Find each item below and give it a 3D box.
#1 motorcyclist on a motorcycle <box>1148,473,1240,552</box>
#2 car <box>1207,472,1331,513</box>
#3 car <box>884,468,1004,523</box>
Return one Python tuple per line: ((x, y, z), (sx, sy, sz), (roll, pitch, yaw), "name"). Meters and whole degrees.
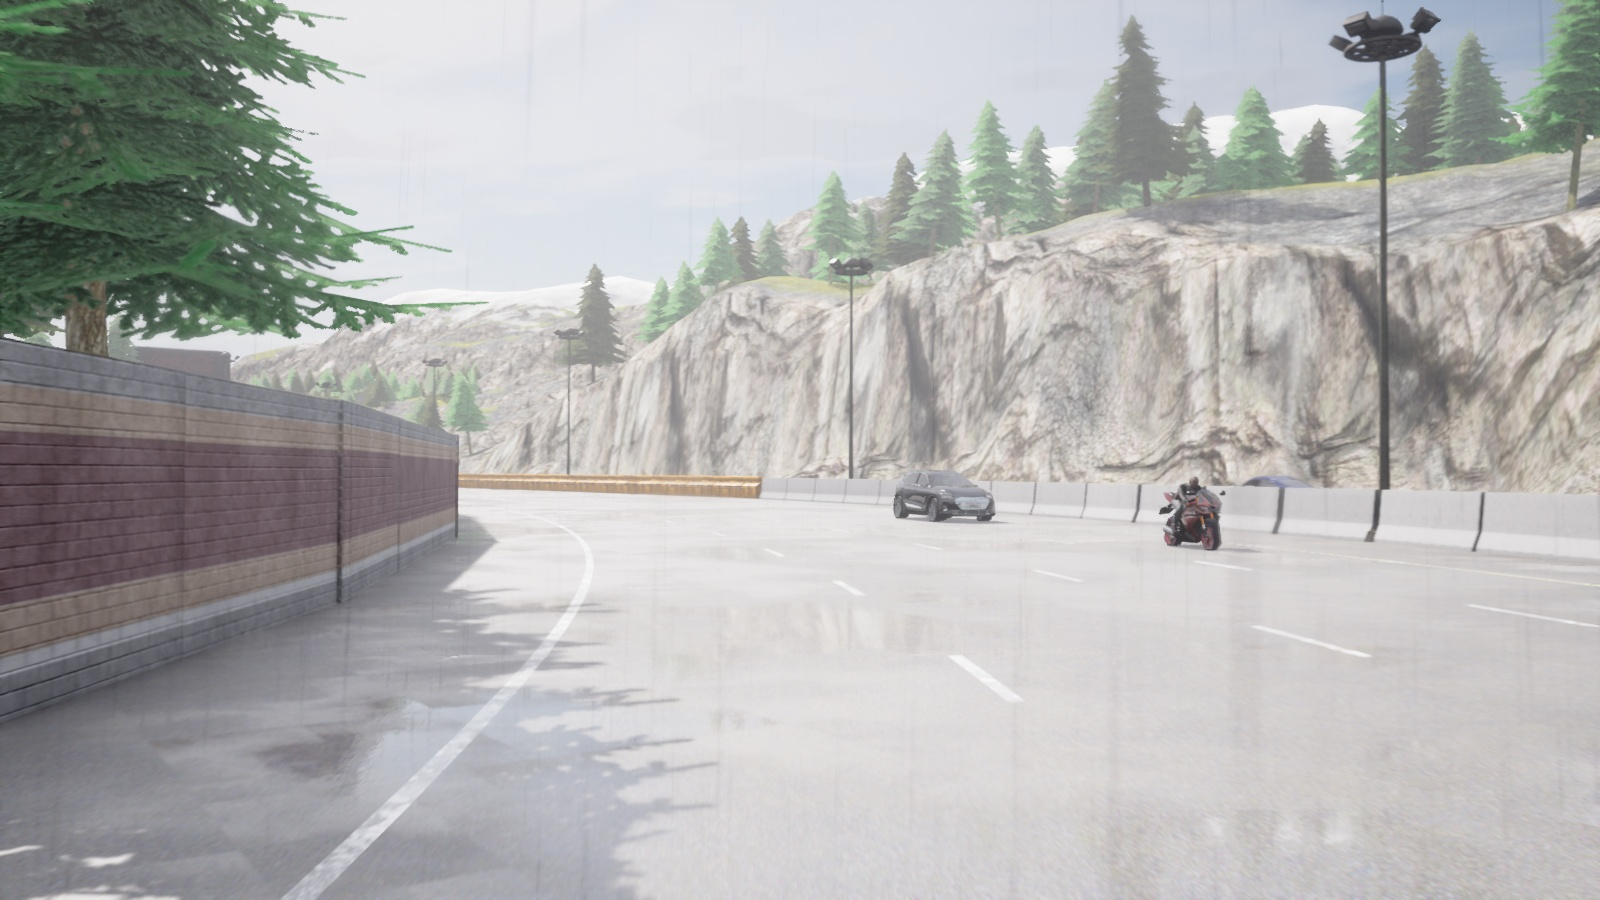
((8.060, 1.246, 25.805), (0.866, 1.530, 2.191), (0, -1, -11), "motorcyclist on a motorcycle")
((17.278, 1.542, 46.518), (1.812, 1.442, 4.674), (0, -1, -17), "car")
((4.531, 1.399, 40.275), (2.033, 1.649, 4.856), (0, -1, -17), "car")
